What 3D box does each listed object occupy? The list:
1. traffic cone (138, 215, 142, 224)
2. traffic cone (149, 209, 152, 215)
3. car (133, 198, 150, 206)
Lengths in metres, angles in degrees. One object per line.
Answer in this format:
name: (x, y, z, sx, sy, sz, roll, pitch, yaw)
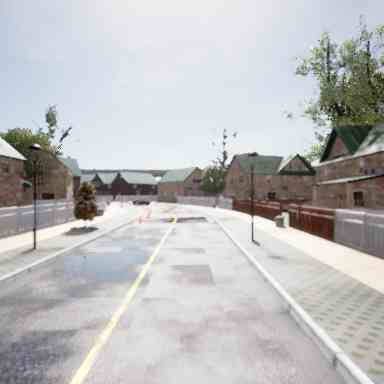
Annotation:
traffic cone: (-3.853, 2.052, 24.844, 0.340, 0.580, 0.340, 0, 0, 0)
traffic cone: (-3.922, 2.067, 29.737, 0.340, 0.580, 0.340, 0, 0, -2)
car: (-8.915, 1.792, 58.829, 1.895, 1.301, 4.718, 0, 0, -26)
